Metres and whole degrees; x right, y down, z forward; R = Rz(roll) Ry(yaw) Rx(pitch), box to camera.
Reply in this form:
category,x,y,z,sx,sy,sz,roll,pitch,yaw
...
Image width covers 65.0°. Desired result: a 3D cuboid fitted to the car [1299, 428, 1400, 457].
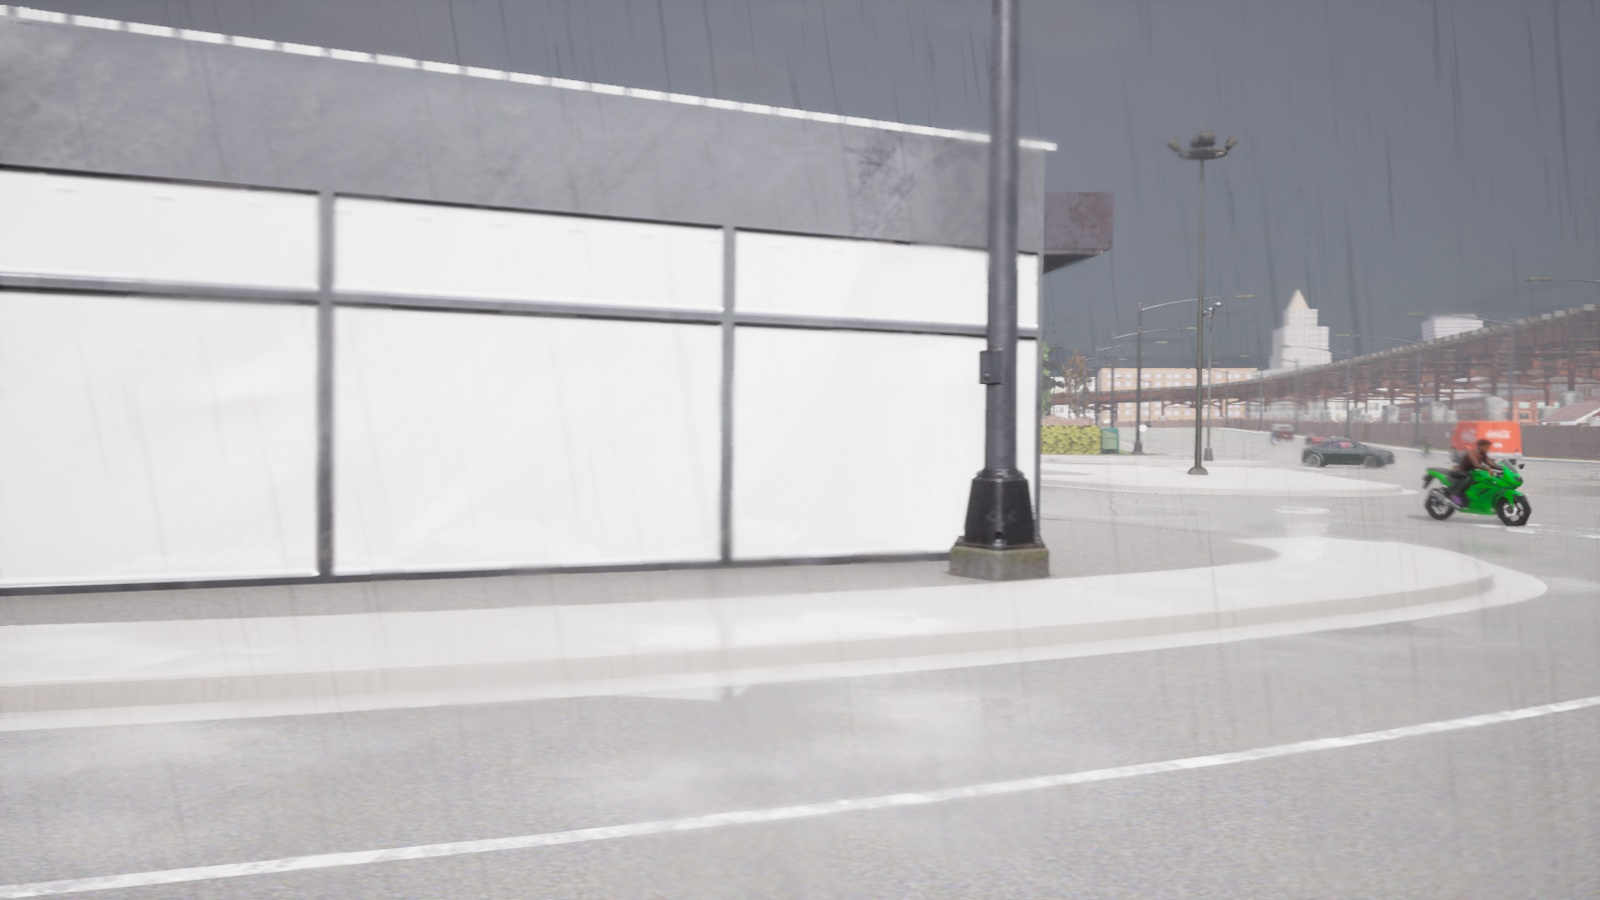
category,x,y,z,sx,sy,sz,roll,pitch,yaw
car,26.827,-0.376,61.318,4.181,1.385,1.994,0,1,35

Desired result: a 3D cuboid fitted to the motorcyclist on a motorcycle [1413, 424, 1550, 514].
category,x,y,z,sx,sy,sz,roll,pitch,yaw
motorcyclist on a motorcycle,12.105,0.302,22.389,0.797,1.523,2.044,-1,2,-27

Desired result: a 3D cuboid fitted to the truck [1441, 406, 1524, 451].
category,x,y,z,sx,sy,sz,roll,pitch,yaw
truck,38.872,-1.220,71.724,2.627,2.467,5.204,0,1,10
